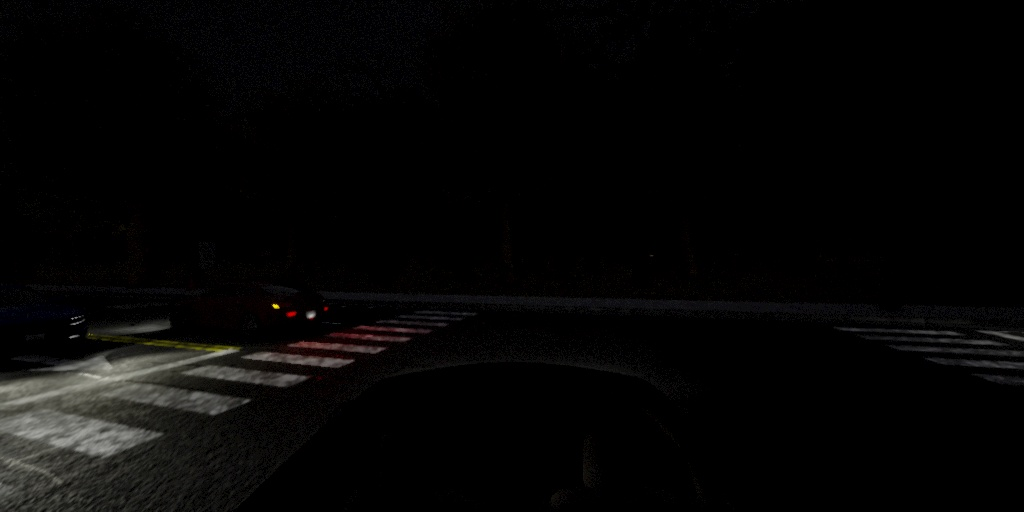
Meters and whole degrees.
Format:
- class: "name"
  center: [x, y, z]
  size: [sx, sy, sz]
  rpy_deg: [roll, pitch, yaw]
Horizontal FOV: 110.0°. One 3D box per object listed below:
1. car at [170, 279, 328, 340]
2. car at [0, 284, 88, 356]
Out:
- class: "car"
  center: [-7.439, 1.386, 10.212]
  size: [4.674, 1.442, 1.812]
  rpy_deg: [-1, -1, 20]
- class: "car"
  center: [-11.862, 1.369, 7.948]
  size: [5.008, 1.535, 1.882]
  rpy_deg: [-1, 0, 19]
